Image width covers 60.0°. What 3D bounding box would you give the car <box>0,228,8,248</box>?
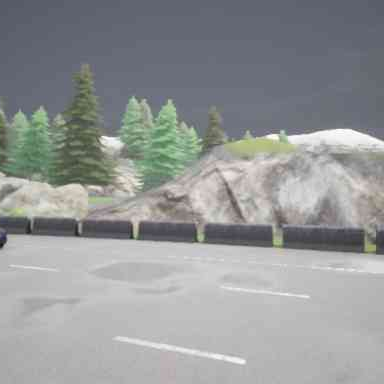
[{"bbox_3d":[-10.233,1.828,14.608,4.181,1.385,1.994,-1,-1,22],"label":"car"}]
